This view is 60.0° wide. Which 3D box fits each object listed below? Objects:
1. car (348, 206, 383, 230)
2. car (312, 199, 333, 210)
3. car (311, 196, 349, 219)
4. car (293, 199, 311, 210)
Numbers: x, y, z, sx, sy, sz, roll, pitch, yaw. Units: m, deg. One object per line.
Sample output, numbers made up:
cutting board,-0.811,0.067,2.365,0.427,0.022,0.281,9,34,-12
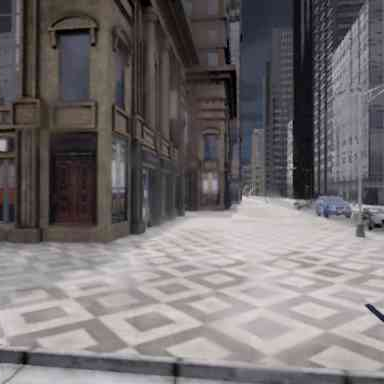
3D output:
car,12.045,1.701,21.734,1.994,1.385,4.181,0,0,10
car,18.948,1.828,48.580,1.812,1.442,4.674,0,0,8
car,13.481,1.413,32.138,2.150,2.045,5.566,0,0,9
car,15.612,1.806,47.079,1.882,1.535,5.008,0,0,8
